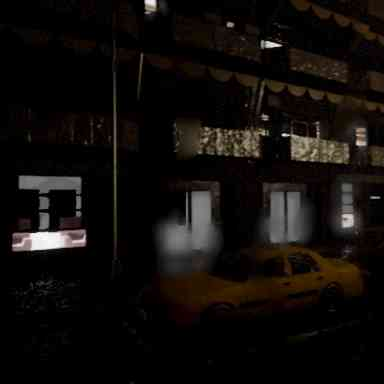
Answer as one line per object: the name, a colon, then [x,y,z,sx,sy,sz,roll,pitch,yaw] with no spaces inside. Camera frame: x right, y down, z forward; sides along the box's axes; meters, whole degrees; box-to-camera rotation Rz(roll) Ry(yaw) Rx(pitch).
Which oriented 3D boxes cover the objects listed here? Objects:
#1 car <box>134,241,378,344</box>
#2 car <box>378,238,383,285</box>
car: [1.303,1.694,6.590,4.829,1.417,1.752,1,-2,-29]
car: [6.295,1.767,9.331,4.507,1.381,1.887,1,-2,-29]
